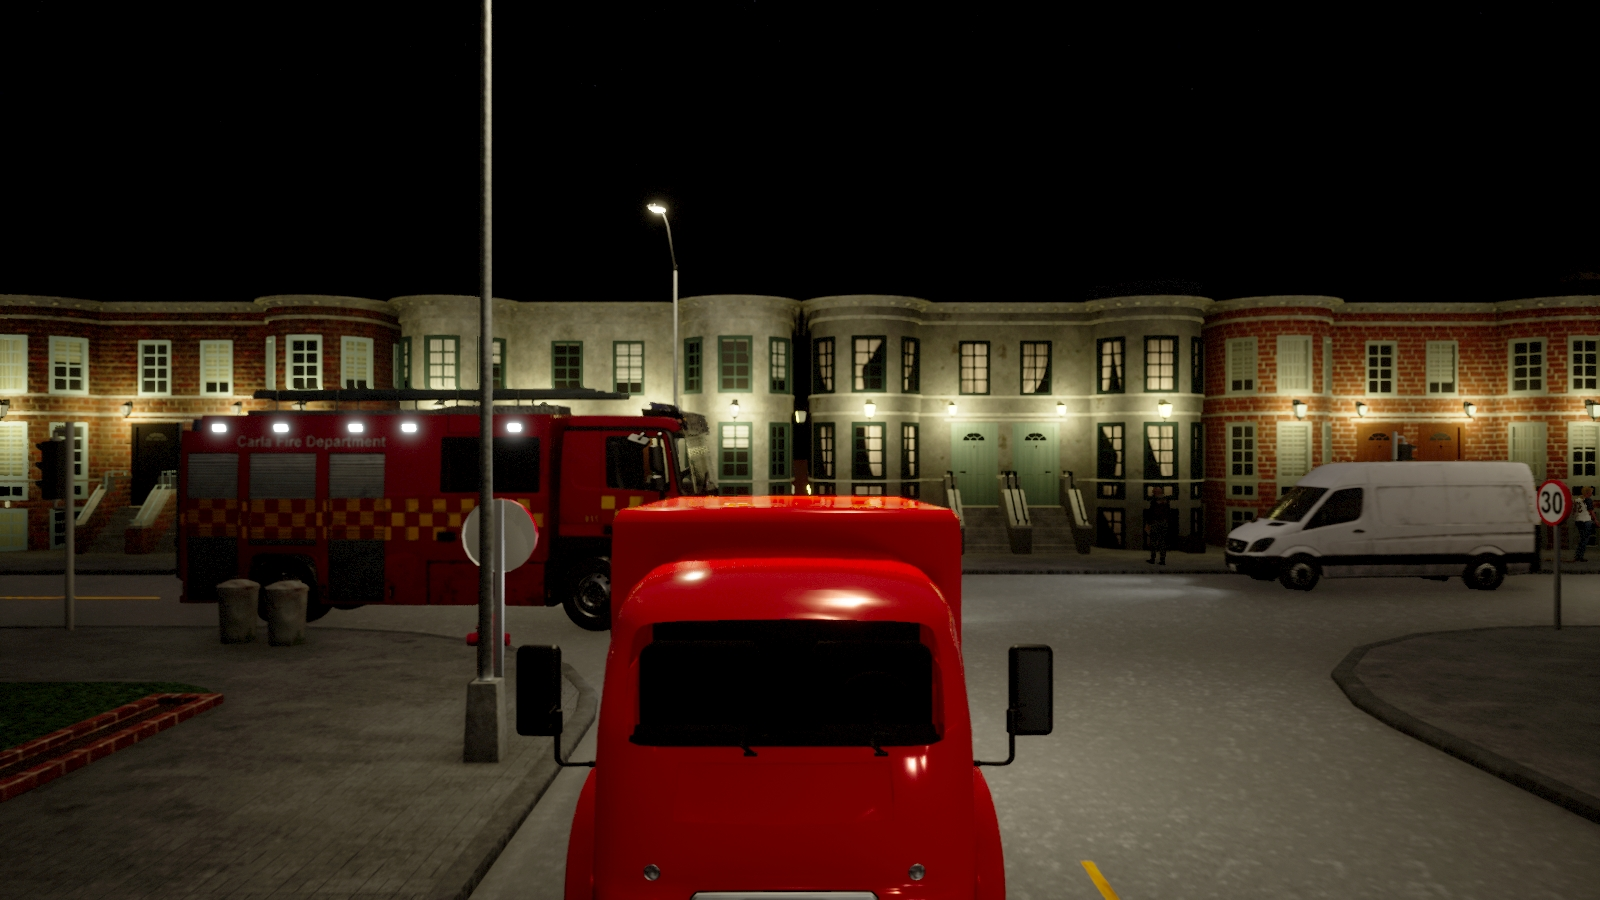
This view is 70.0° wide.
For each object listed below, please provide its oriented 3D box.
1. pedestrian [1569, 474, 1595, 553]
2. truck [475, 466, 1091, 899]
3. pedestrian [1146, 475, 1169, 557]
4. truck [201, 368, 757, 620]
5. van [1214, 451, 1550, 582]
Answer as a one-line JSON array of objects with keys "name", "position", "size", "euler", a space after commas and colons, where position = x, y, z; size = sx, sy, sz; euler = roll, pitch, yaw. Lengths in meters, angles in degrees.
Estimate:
[{"name": "pedestrian", "position": [18.781, 1.522, 27.446], "size": [0.375, 1.860, 0.375], "euler": [0, 0, -4]}, {"name": "truck", "position": [-0.087, 1.354, 7.482], "size": [2.627, 2.467, 5.204], "euler": [0, 0, 0]}, {"name": "pedestrian", "position": [8.259, 1.522, 26.411], "size": [0.375, 1.860, 0.375], "euler": [0, 0, -6]}, {"name": "truck", "position": [-5.097, 0.669, 19.117], "size": [8.468, 3.827, 2.891], "euler": [0, 0, 4]}, {"name": "van", "position": [11.858, 1.311, 23.563], "size": [5.915, 2.561, 1.988], "euler": [0, 0, 0]}]
